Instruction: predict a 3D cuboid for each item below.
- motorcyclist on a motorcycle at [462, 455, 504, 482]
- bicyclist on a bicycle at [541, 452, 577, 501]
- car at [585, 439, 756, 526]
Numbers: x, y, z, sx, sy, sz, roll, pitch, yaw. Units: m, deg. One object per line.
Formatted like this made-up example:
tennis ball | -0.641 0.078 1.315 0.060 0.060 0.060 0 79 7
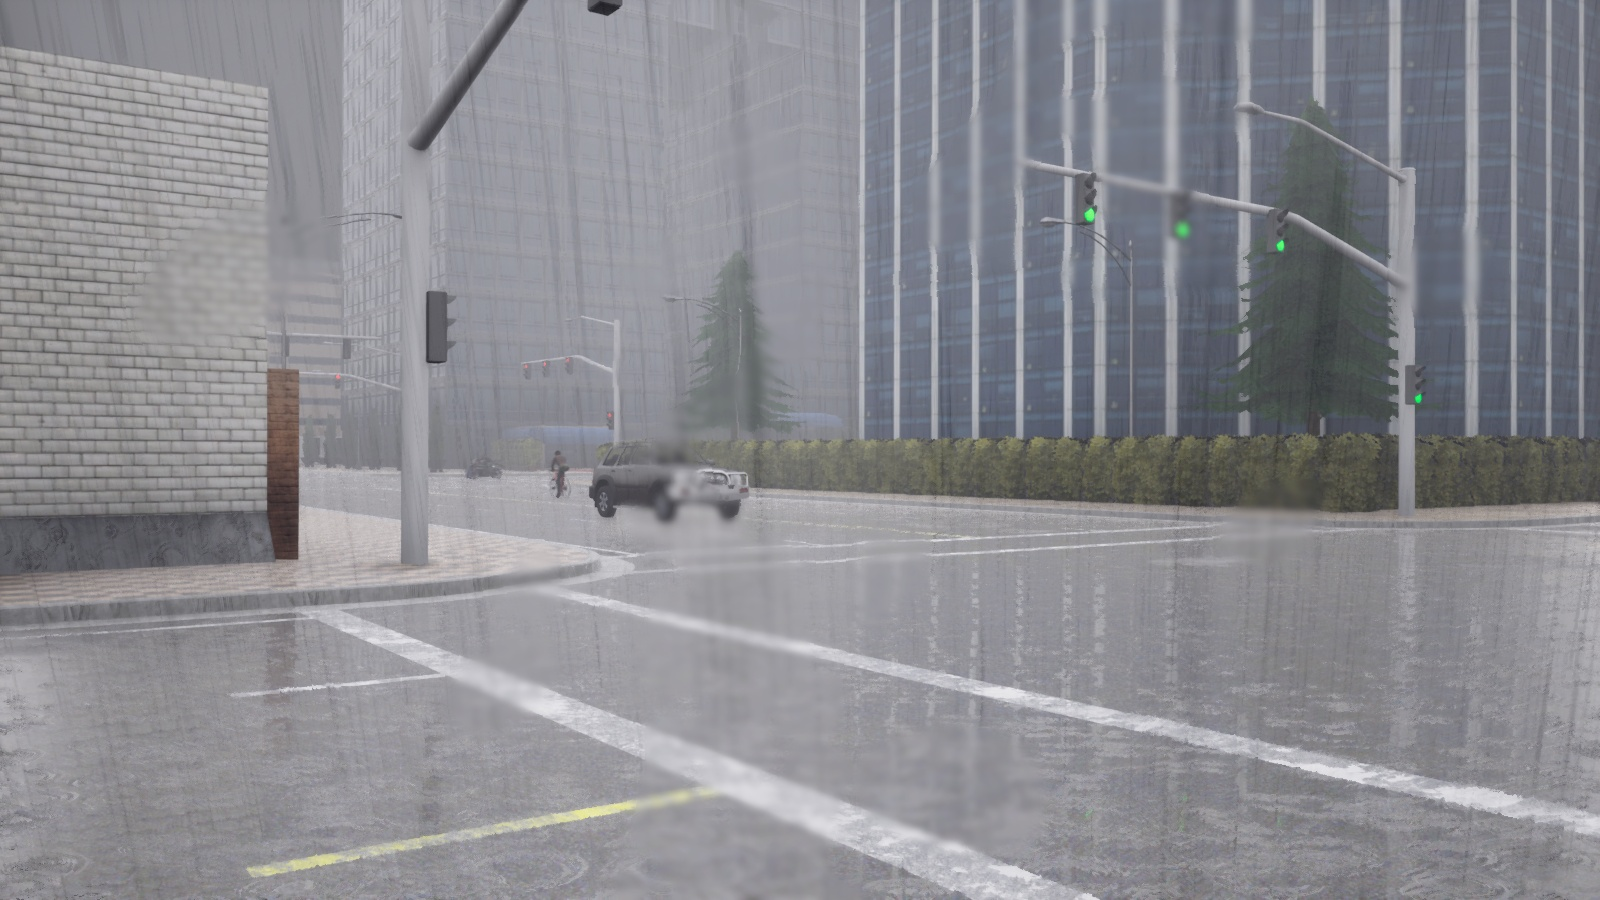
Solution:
motorcyclist on a motorcycle | -18.222 1.050 72.138 2.191 1.530 0.866 0 0 -42
bicyclist on a bicycle | -8.140 0.874 42.403 0.582 1.620 1.656 0 -1 -35
car | -3.097 0.695 29.093 1.932 1.855 4.605 0 0 -35
